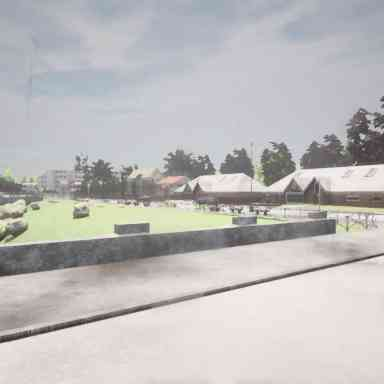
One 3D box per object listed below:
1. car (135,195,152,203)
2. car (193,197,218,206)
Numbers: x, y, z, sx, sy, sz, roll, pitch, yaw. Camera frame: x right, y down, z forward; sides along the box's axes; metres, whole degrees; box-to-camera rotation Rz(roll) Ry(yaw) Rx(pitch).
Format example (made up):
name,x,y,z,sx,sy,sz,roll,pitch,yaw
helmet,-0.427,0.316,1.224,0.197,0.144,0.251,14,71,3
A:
name,x,y,z,sx,sy,sz,roll,pitch,yaw
car,-10.049,1.502,68.996,1.837,1.490,4.892,0,0,-35
car,2.067,1.491,51.961,2.128,1.511,4.902,0,0,-35
